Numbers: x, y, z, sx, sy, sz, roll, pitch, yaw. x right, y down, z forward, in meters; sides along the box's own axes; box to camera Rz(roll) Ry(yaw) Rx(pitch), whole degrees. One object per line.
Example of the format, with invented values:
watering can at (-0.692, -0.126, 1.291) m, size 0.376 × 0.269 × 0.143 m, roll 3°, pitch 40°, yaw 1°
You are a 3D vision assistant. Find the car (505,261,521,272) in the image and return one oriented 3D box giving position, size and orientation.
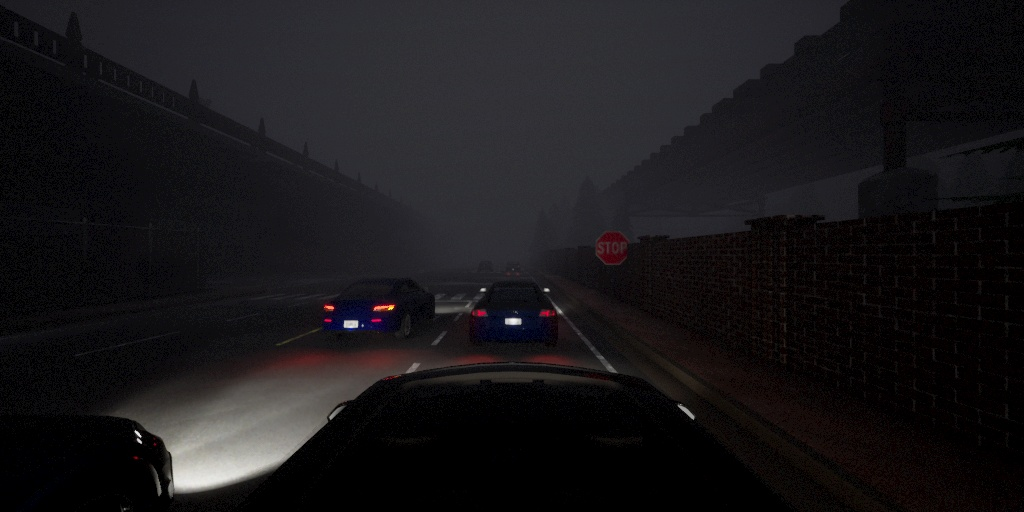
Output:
car at (0.111, 1.351, 46.174) m, size 1.895 × 1.301 × 4.718 m, roll 0°, pitch 0°, yaw -1°

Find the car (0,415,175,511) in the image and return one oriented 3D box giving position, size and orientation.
car at (-3.399, 1.314, 0.791) m, size 1.994 × 1.385 × 4.181 m, roll 0°, pitch 0°, yaw 0°

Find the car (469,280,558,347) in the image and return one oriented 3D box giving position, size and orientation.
car at (0.071, 1.314, 9.364) m, size 1.994 × 1.385 × 4.181 m, roll 0°, pitch 0°, yaw 1°

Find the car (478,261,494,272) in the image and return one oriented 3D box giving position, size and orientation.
car at (-3.384, 1.297, 45.995) m, size 2.033 × 1.411 × 5.357 m, roll 0°, pitch 0°, yaw -1°

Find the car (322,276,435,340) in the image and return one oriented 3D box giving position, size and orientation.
car at (-3.411, 1.276, 9.887) m, size 1.812 × 1.442 × 4.674 m, roll 0°, pitch 0°, yaw 0°
